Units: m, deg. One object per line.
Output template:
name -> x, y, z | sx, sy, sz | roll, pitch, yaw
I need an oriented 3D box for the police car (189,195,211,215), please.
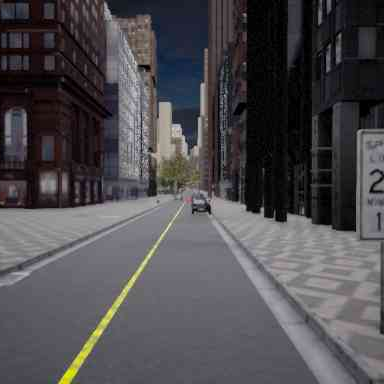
police car -> 0.902, 1.409, 33.924 | 1.930, 1.638, 5.238 | 0, 0, 0

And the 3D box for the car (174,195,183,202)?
car -> -2.998, 1.409, 75.961 | 1.812, 1.442, 4.674 | 0, 0, 0

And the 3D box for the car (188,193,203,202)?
car -> 0.901, 1.167, 49.843 | 2.150, 2.045, 5.566 | 0, 0, 0
